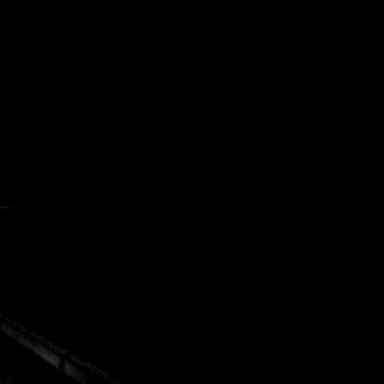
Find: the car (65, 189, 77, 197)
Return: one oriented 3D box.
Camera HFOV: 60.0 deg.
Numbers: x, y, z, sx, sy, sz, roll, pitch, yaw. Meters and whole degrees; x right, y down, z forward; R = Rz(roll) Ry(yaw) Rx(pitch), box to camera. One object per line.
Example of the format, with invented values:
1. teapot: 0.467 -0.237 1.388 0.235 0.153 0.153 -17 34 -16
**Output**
1. car: -24.891 0.238 66.418 2.097 1.767 4.553 -1 2 9
